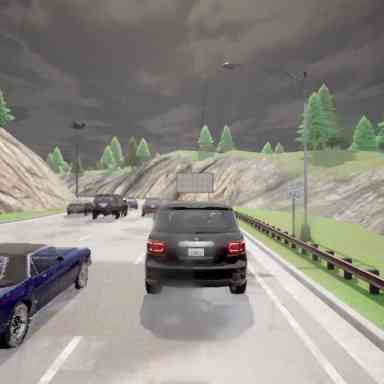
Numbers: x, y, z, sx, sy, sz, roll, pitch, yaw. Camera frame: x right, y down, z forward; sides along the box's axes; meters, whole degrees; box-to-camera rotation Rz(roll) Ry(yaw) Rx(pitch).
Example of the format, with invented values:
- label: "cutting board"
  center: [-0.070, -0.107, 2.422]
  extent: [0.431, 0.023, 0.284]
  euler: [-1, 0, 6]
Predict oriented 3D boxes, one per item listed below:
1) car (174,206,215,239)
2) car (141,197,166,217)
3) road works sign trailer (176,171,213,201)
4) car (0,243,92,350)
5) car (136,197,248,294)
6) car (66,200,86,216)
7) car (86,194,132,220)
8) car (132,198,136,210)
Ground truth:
- label: "car"
  center: [0.111, 1.557, 18.125]
  extent: [1.994, 1.385, 4.181]
  euler: [0, 0, -1]
- label: "car"
  center: [-3.625, 1.351, 32.289]
  extent: [2.097, 1.767, 4.553]
  euler: [0, 0, -2]
- label: "road works sign trailer"
  center: [0.190, 0.464, 21.622]
  extent: [2.380, 3.560, 2.880]
  euler: [0, 0, 0]
- label: "car"
  center: [-3.403, 1.600, 6.169]
  extent: [1.895, 1.301, 4.718]
  euler: [0, 0, 0]
- label: "car"
  center: [0.088, 1.221, 8.909]
  extent: [2.150, 2.045, 5.566]
  euler: [0, 0, 0]
- label: "car"
  center: [-10.631, 1.492, 32.262]
  extent: [2.128, 1.511, 4.902]
  euler: [0, 0, -3]
- label: "car"
  center: [-6.979, 1.219, 28.639]
  extent: [2.150, 2.045, 5.566]
  euler: [0, 0, -1]
- label: "car"
  center: [-8.033, 1.525, 43.313]
  extent: [1.812, 1.442, 4.674]
  euler: [0, 0, -7]
